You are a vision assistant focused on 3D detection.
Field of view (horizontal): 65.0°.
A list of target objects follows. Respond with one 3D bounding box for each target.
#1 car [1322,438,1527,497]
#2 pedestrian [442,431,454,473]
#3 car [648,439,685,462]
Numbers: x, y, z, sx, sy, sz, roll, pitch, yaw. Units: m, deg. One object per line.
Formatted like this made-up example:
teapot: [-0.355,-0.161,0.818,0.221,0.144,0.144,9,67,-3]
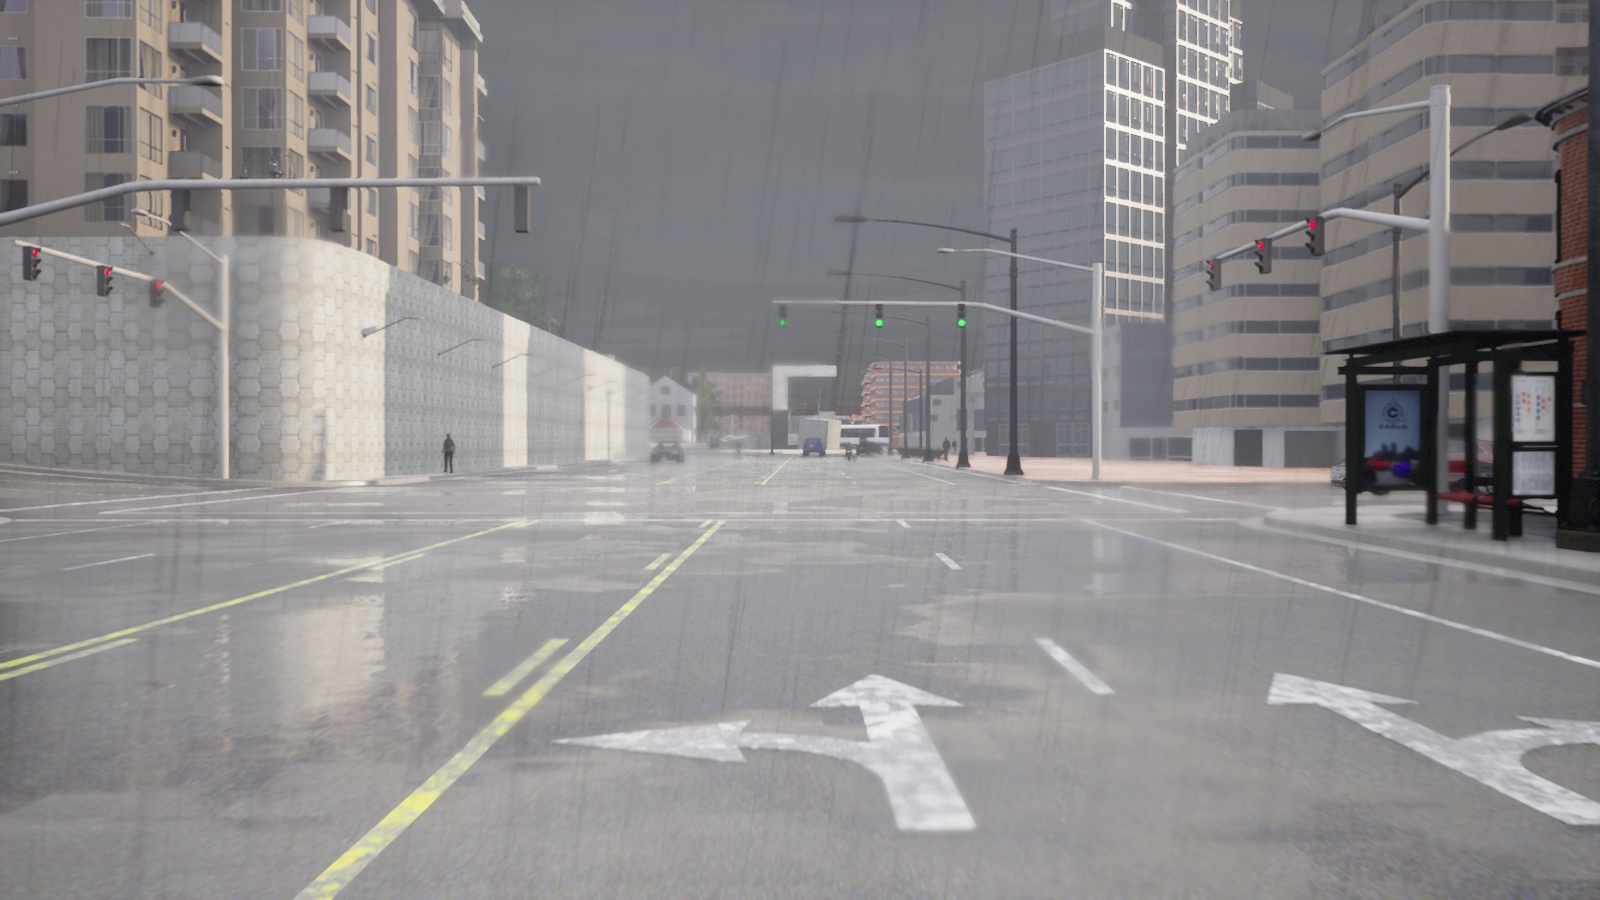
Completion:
car: [17.814,0.488,35.997,4.856,1.649,2.033,0,0,0]
pedestrian: [-15.434,0.079,55.016,0.331,1.846,0.634,0,0,1]
car: [-9.953,0.052,94.176,2.242,1.667,4.611,0,0,0]
